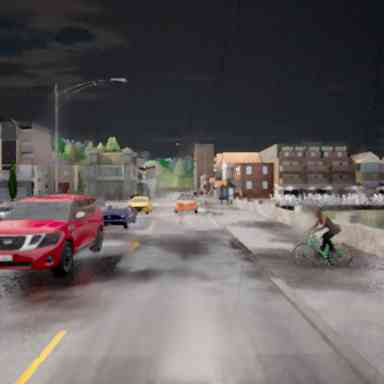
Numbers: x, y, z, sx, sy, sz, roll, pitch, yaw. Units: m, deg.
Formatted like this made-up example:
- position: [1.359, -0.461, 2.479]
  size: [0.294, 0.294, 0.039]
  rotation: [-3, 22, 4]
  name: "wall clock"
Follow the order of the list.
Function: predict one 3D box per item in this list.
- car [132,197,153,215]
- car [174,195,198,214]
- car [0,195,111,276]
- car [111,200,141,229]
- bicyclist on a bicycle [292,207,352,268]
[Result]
- position: [-4.704, 1.175, 30.461]
  size: [1.882, 1.535, 5.008]
  rotation: [0, 1, -1]
  name: "car"
- position: [-0.553, 1.030, 31.039]
  size: [2.097, 1.767, 4.553]
  rotation: [0, 1, -1]
  name: "car"
- position: [-4.308, 1.126, 10.347]
  size: [2.150, 2.045, 5.566]
  rotation: [0, 1, -1]
  name: "car"
- position: [-4.516, 1.404, 20.200]
  size: [1.895, 1.301, 4.718]
  rotation: [0, 1, -1]
  name: "car"
- position: [3.489, 1.243, 8.922]
  size: [1.656, 1.620, 0.582]
  rotation: [0, 1, -1]
  name: "bicyclist on a bicycle"
